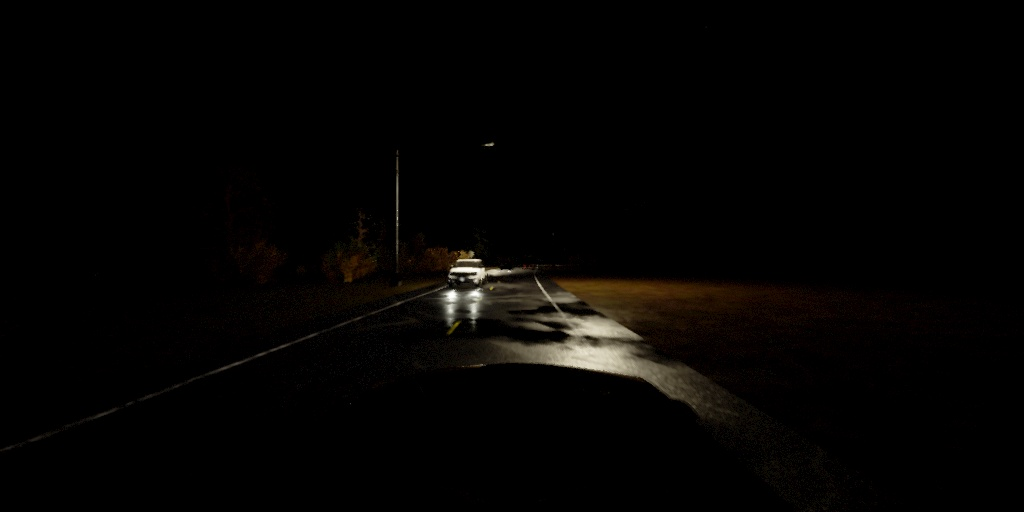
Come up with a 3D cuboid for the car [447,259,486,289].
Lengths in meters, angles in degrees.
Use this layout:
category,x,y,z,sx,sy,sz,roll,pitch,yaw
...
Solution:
category,x,y,z,sx,sy,sz,roll,pitch,yaw
car,-3.212,1.238,26.422,2.150,2.045,5.566,0,-1,2
